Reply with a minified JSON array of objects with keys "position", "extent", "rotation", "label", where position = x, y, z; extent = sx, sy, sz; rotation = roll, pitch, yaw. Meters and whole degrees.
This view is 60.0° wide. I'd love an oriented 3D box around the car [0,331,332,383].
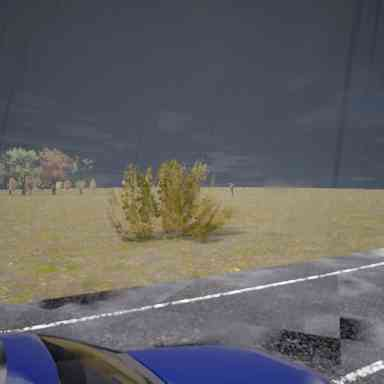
[{"position":[-0.965,1.525,1.514],"extent":[4.674,1.442,1.812],"rotation":[0,0,-30],"label":"car"}]
